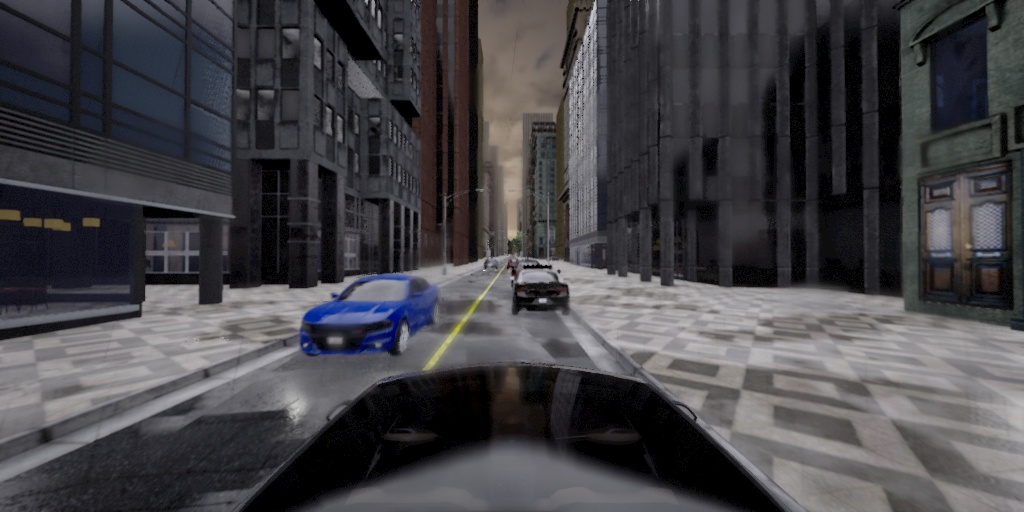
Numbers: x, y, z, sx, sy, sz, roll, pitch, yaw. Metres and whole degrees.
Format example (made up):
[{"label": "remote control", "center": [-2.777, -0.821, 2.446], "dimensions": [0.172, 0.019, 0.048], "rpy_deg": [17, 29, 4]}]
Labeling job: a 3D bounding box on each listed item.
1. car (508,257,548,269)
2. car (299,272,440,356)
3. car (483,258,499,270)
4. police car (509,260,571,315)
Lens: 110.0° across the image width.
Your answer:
[{"label": "car", "center": [0.990, 1.022, 23.301], "dimensions": [2.097, 1.767, 4.553], "rpy_deg": [0, 0, 0]}, {"label": "car", "center": [-3.072, 1.204, 8.764], "dimensions": [1.882, 1.535, 5.008], "rpy_deg": [0, 0, 0]}, {"label": "car", "center": [-2.883, 1.058, 49.151], "dimensions": [2.128, 1.511, 4.902], "rpy_deg": [0, 0, 0]}, {"label": "police car", "center": [0.948, 1.135, 13.440], "dimensions": [1.930, 1.638, 5.238], "rpy_deg": [0, 0, 0]}]
